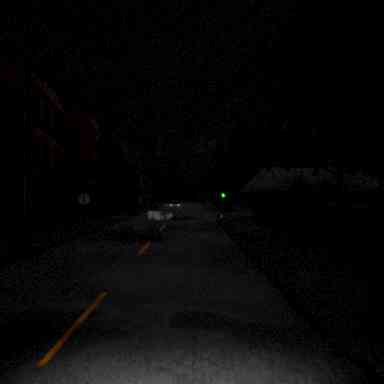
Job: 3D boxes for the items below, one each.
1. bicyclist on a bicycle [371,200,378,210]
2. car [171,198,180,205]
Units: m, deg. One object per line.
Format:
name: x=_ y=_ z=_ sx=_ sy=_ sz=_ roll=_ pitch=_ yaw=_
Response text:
bicyclist on a bicycle: x=17.850 y=1.655 z=32.706 sx=0.582 sy=1.620 sz=1.656 roll=0 pitch=-1 yaw=0
car: x=-3.966 y=2.323 z=79.866 sx=2.097 sy=1.767 sz=4.553 roll=0 pitch=-1 yaw=0
